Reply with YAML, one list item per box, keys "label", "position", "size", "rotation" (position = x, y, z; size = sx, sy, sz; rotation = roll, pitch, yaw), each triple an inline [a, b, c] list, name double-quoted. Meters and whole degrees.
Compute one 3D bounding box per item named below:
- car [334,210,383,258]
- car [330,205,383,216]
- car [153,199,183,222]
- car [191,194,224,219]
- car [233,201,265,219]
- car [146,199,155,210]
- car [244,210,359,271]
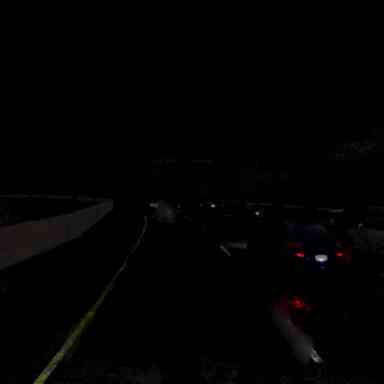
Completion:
- label: "car"
  position: [6.686, 1.513, 10.707]
  size: [1.812, 1.442, 4.674]
  rotation: [0, 0, -3]
- label: "car"
  position: [9.595, 1.458, 18.711]
  size: [1.882, 1.535, 5.008]
  rotation: [0, 0, -5]
- label: "car"
  position: [-1.876, 1.558, 26.545]
  size: [1.994, 1.385, 4.181]
  rotation: [0, 0, -7]
- label: "car"
  position: [1.290, 1.210, 29.286]
  size: [2.150, 2.045, 5.566]
  rotation: [0, 0, -8]
- label: "car"
  position: [4.885, 1.509, 28.778]
  size: [1.812, 1.442, 4.674]
  rotation: [0, 0, -8]
- label: "car"
  position: [-4.770, 1.594, 42.741]
  size: [1.895, 1.301, 4.718]
  rotation: [0, 0, -13]
- label: "car"
  position: [3.178, 1.518, 10.796]
  size: [1.812, 1.442, 4.674]
  rotation: [0, 0, -3]
